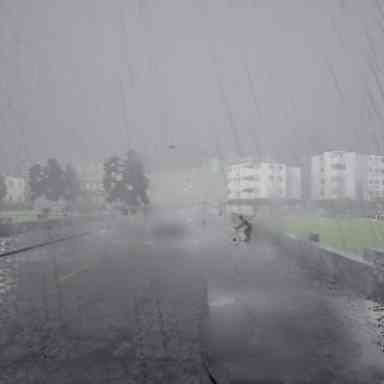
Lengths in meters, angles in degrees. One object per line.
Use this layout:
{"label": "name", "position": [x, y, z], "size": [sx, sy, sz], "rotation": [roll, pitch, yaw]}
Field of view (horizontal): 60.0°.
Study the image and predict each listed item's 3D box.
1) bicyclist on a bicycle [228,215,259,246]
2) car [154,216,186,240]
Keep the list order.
{"label": "bicyclist on a bicycle", "position": [2.696, 2.032, 17.341], "size": [1.656, 1.620, 0.582], "rotation": [0, -2, 1]}
{"label": "car", "position": [-1.404, 2.330, 22.257], "size": [1.812, 1.442, 4.674], "rotation": [1, -2, 2]}
